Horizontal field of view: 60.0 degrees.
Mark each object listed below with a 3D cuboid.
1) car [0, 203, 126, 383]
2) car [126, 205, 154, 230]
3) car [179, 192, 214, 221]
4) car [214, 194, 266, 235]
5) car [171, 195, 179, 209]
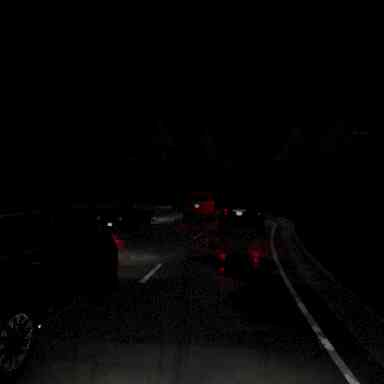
[{"bbox_3d":[-2.986,1.176,5.515,2.150,2.045,5.566,0,0,5],"label":"car"},{"bbox_3d":[-3.921,1.457,20.146,1.895,1.301,4.718,0,0,13],"label":"car"},{"bbox_3d":[0.575,1.055,25.627,2.150,2.045,5.566,1,0,5],"label":"car"},{"bbox_3d":[2.859,1.108,18.389,2.150,2.045,5.566,0,0,13],"label":"car"},{"bbox_3d":[-0.198,0.972,38.007,2.150,2.045,5.566,1,0,-38],"label":"car"}]
